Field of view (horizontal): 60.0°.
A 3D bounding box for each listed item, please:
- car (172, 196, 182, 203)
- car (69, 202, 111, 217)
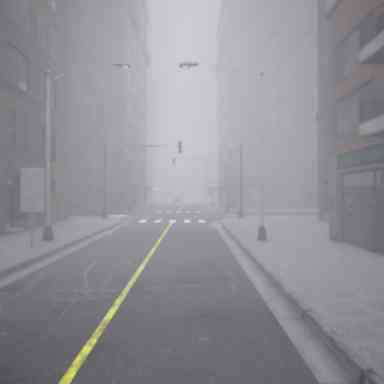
[{"bbox_3d":[-2.997,1.572,67.828,2.033,1.411,5.357,0,0,0],"label":"car"},{"bbox_3d":[-9.574,1.597,30.341,4.181,1.385,1.994,0,0,0],"label":"car"}]
